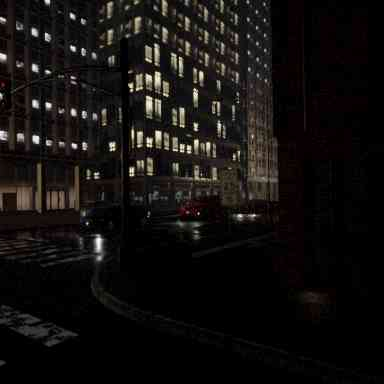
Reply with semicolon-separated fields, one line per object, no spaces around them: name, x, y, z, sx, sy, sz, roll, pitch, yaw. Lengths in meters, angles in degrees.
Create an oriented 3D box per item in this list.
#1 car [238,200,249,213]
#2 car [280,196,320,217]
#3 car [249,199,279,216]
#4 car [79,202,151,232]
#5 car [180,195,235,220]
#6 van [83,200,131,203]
car;7.261;1.584;37.477;1.882;1.535;5.008;-1;-1;36
car;10.528;1.303;32.122;2.192;1.841;5.009;-2;-1;36
car;7.842;1.514;32.811;1.882;1.535;5.008;-1;-1;36
car;-4.633;1.571;20.925;1.837;1.490;4.892;-1;-1;33
car;1.256;1.307;29.115;2.150;2.045;5.566;-1;-1;36
van;-5.980;1.460;23.458;1.690;1.788;3.998;-2;-1;36
